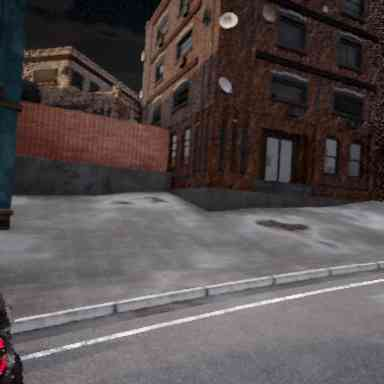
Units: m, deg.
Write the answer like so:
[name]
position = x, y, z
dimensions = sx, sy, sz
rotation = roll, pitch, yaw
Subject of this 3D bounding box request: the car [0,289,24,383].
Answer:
[car]
position = -3.699, 1.200, 1.155
dimensions = 5.566, 2.045, 2.150
rotation = 0, 0, -36
